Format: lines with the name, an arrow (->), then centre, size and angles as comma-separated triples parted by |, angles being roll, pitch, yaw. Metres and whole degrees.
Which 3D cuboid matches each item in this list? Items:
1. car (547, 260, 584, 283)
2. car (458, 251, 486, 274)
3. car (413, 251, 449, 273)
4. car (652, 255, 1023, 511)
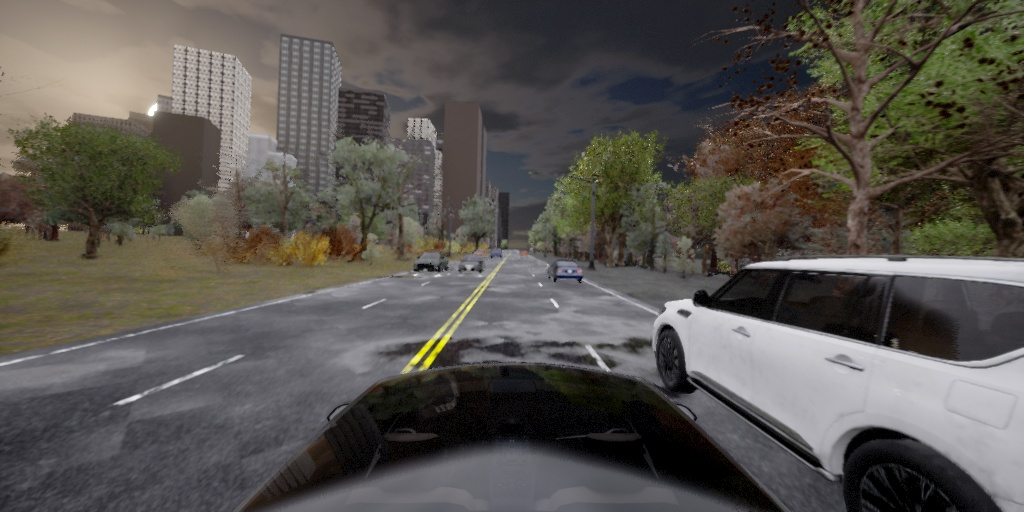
car -> 3.459, 0.953, 23.908 | 2.033, 1.411, 5.357 | 1, 0, 0
car -> -3.239, 0.634, 29.599 | 2.128, 1.511, 4.902 | 2, 1, 0
car -> -6.484, 0.416, 29.153 | 2.097, 1.767, 4.553 | 2, 1, 0
car -> 3.382, 1.026, 3.575 | 2.150, 2.045, 5.566 | 2, 1, 1
